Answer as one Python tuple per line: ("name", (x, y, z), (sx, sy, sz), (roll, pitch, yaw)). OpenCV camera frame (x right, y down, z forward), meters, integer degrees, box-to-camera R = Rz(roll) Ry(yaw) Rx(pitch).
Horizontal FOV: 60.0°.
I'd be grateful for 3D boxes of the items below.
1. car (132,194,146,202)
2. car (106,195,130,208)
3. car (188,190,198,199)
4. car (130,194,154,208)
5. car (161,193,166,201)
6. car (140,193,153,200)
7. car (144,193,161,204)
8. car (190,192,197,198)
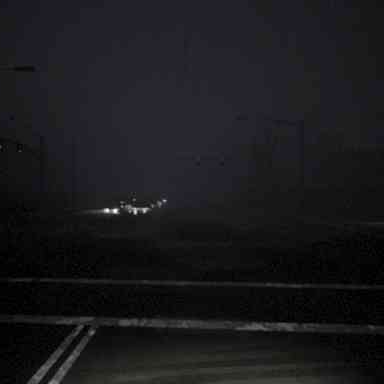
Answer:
("car", (-10.265, 1.164, 64.598), (1.994, 1.385, 4.181), (0, 1, 0))
("car", (-10.362, 1.359, 45.452), (2.128, 1.511, 4.902), (0, 1, 1))
("car", (0.280, 0.587, 76.616), (2.150, 2.045, 5.566), (0, 1, 0))
("car", (-6.859, 1.421, 46.061), (1.994, 1.385, 4.181), (0, 1, 1))
("car", (-6.764, 1.196, 64.869), (1.895, 1.301, 4.718), (0, 1, 0))
("car", (-10.226, 0.932, 75.216), (2.033, 1.411, 5.357), (0, 1, 0))
("car", (-6.802, 1.293, 55.292), (2.033, 1.411, 5.357), (0, 1, 0))
("car", (0.319, 0.665, 87.292), (1.812, 1.442, 4.674), (0, 1, 0))
